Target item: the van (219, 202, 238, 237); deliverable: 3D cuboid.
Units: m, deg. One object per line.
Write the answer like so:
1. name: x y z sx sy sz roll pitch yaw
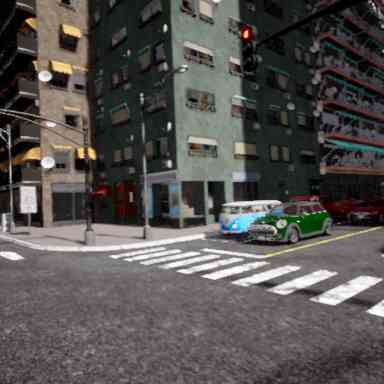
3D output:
1. van: 3.163 1.380 17.638 3.998 1.788 1.690 -2 -1 -41

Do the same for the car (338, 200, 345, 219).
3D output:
1. car: 7.323 1.207 21.275 5.009 1.841 2.192 -2 -1 -41

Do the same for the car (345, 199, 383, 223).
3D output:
1. car: 12.144 1.195 22.051 4.674 1.442 1.812 -2 -1 -42

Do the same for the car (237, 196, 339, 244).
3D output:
1. car: 4.551 1.289 15.423 4.553 1.767 2.097 -2 -1 -41

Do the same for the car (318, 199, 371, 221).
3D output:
1. car: 11.493 1.289 24.910 4.507 1.381 1.887 -2 -1 -41
